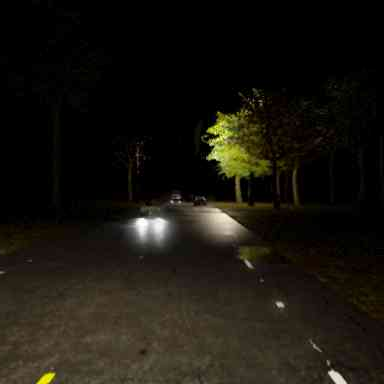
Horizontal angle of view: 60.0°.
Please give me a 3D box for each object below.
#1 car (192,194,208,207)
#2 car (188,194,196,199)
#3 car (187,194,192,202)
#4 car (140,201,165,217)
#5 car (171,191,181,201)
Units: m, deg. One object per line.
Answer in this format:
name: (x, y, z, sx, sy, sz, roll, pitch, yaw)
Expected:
car: (1.243, 1.373, 49.139, 1.812, 1.442, 4.674, 0, 0, 0)
car: (0.030, 1.131, 84.054, 1.895, 1.301, 4.718, 0, 0, 0)
car: (0.024, 1.320, 66.941, 1.994, 1.385, 4.181, 0, 0, 0)
car: (-3.586, 1.532, 30.889, 1.895, 1.301, 4.718, 0, 0, 0)
car: (-3.474, 0.904, 73.197, 2.150, 2.045, 5.566, 0, 0, 0)
